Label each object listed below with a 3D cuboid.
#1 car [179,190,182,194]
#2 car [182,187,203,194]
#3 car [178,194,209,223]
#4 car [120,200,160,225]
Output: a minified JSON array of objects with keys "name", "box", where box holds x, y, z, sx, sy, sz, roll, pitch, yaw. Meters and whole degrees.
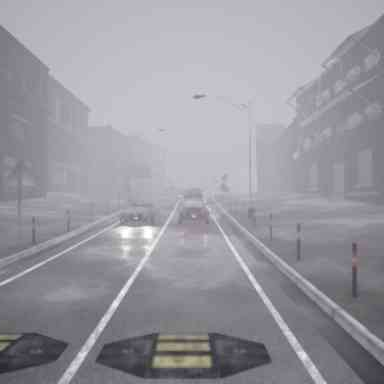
[{"name":"car","box":[-1.228,0.040,62.069,1.994,1.385,4.181,0,1,8]},{"name":"car","box":[0.217,0.226,38.834,2.097,1.767,4.553,0,2,1]},{"name":"car","box":[0.109,1.111,21.169,1.812,1.442,4.674,0,2,0]},{"name":"car","box":[-3.085,1.181,20.302,1.994,1.385,4.181,0,2,0]}]
